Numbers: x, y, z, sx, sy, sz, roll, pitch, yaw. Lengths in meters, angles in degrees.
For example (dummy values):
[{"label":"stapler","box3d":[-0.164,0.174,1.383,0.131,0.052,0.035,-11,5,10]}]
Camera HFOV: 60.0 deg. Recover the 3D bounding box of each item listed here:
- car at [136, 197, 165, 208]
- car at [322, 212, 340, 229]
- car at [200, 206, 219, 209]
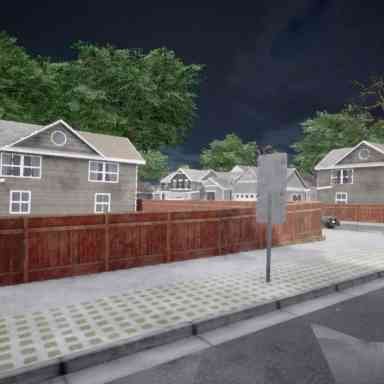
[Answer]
[{"label":"car","box3d":[-5.092,1.626,40.285,2.150,2.045,5.566,3,-2,-37]},{"label":"car","box3d":[7.751,1.726,22.568,1.994,1.385,4.181,3,-2,-36]},{"label":"car","box3d":[1.881,1.886,30.855,1.895,1.301,4.718,2,-2,-36]}]
